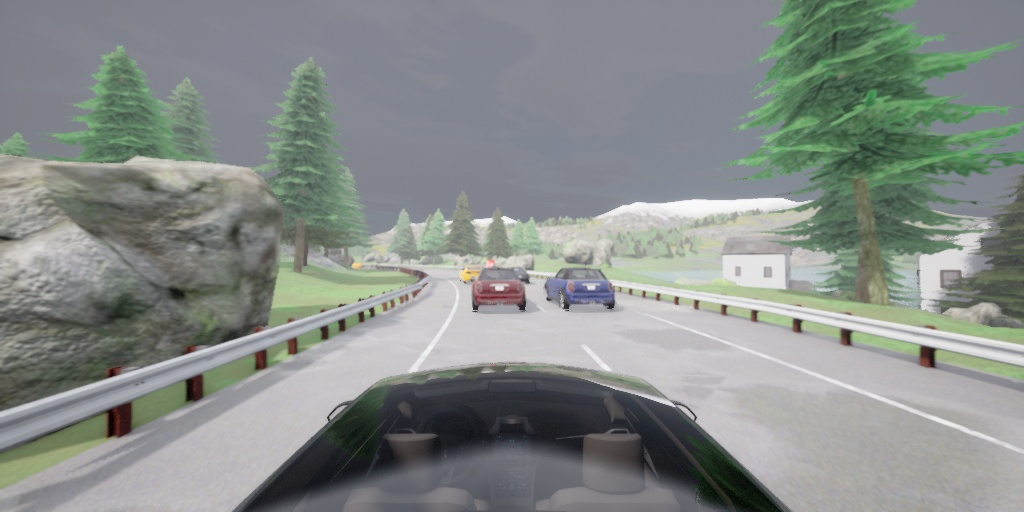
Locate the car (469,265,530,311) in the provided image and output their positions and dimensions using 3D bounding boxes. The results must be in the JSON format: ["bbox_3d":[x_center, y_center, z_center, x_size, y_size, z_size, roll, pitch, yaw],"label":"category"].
[{"bbox_3d":[-0.696,1.253,15.458,2.097,1.767,4.553,0,-1,-6],"label":"car"}]

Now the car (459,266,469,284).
[{"bbox_3d":[-3.482,1.553,31.236,1.882,1.535,5.008,0,0,-14],"label":"car"}]

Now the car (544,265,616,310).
[{"bbox_3d":[2.788,1.257,15.779,2.097,1.767,4.553,0,-1,-6],"label":"car"}]

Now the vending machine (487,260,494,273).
[{"bbox_3d":[-3.338,1.546,56.118,1.100,2.100,0.880,0,0,-25],"label":"vending machine"}]
